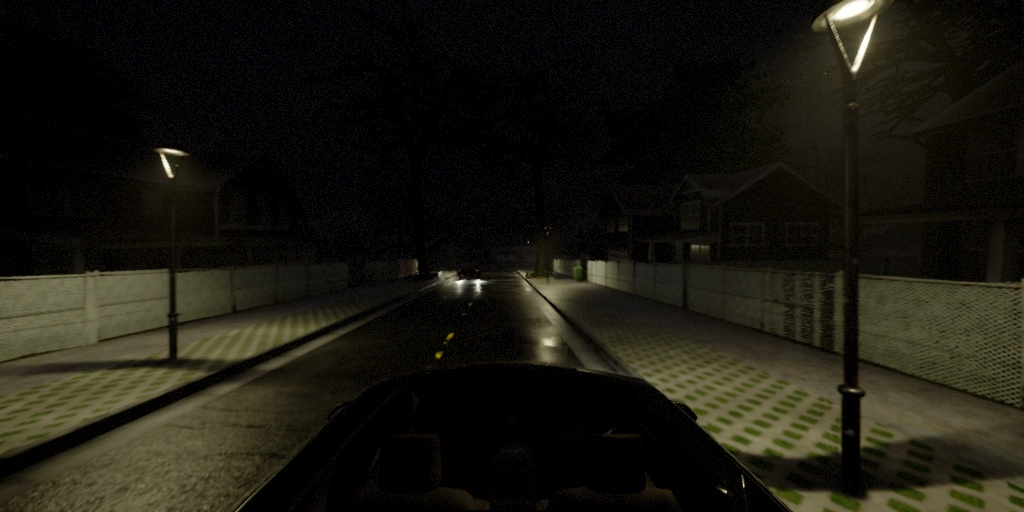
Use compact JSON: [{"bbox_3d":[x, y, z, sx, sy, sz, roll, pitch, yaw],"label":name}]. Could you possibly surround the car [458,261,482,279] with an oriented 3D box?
[{"bbox_3d":[-3.743,1.230,32.659,1.882,1.535,5.008,0,0,-2],"label":"car"}]
